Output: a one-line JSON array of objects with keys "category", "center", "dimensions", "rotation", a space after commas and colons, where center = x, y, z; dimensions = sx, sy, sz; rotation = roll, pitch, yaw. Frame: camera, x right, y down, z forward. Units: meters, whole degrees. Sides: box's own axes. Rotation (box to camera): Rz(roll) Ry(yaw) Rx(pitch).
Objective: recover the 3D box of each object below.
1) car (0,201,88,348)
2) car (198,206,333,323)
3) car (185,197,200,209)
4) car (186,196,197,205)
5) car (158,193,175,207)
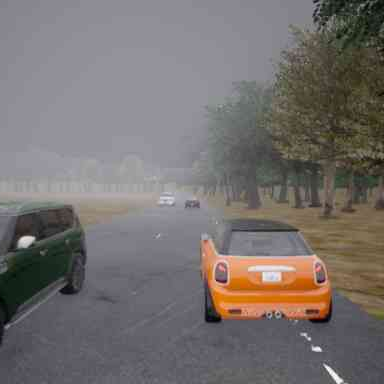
[{"category": "car", "center": [-3.574, 1.223, 5.803], "dimensions": [2.150, 2.045, 5.566], "rotation": [0, 0, 0]}, {"category": "car", "center": [1.261, 1.351, 7.354], "dimensions": [2.097, 1.767, 4.553], "rotation": [0, 0, 0]}, {"category": "car", "center": [0.027, 1.396, 43.598], "dimensions": [1.882, 1.535, 5.008], "rotation": [0, 0, 0]}, {"category": "car", "center": [-0.137, 1.445, 57.508], "dimensions": [1.895, 1.301, 4.718], "rotation": [0, 0, 0]}, {"category": "car", "center": [-3.706, 1.115, 49.078], "dimensions": [2.150, 2.045, 5.566], "rotation": [0, 0, 0]}]
